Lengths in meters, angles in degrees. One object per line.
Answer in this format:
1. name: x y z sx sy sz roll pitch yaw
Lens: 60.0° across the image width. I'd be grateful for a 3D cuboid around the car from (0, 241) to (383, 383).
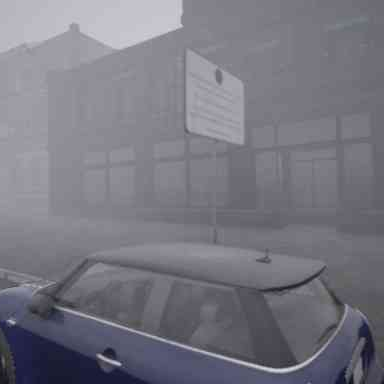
1. car: -0.508 1.358 3.688 4.553 1.767 2.185 0 0 36
